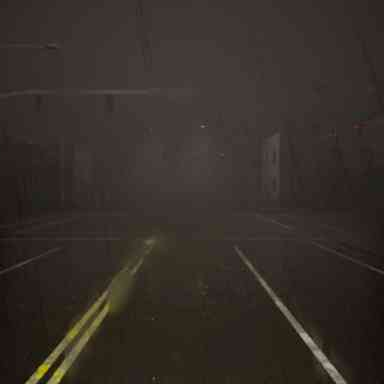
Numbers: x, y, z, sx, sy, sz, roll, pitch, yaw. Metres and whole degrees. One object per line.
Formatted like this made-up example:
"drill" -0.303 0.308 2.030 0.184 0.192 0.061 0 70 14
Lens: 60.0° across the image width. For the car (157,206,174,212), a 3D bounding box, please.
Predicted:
"car" -3.512 2.671 44.418 1.837 1.490 4.892 0 -6 0
